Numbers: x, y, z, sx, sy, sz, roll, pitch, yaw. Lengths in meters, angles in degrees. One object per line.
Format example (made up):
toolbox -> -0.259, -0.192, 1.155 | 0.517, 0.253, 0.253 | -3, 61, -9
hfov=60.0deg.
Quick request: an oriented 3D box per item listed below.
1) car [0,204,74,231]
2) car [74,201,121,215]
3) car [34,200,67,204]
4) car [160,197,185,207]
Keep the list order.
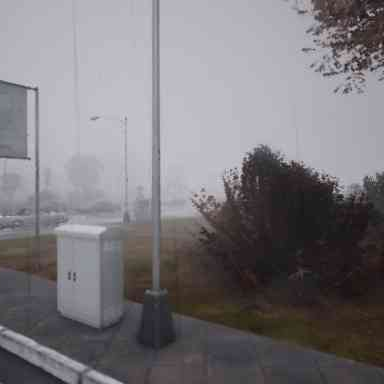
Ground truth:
car -> -10.304, 1.674, 21.264 | 1.895, 1.301, 4.718 | 0, 0, 32
car -> -9.898, 1.642, 35.157 | 2.033, 1.411, 5.357 | 0, 0, 32
car -> -14.941, 1.599, 33.741 | 2.128, 1.511, 4.902 | 0, 0, 32
car -> -3.021, 1.583, 52.441 | 1.882, 1.535, 5.008 | 0, 0, 33
